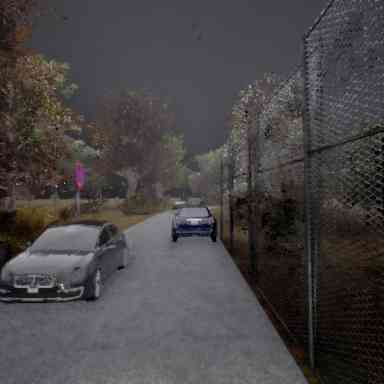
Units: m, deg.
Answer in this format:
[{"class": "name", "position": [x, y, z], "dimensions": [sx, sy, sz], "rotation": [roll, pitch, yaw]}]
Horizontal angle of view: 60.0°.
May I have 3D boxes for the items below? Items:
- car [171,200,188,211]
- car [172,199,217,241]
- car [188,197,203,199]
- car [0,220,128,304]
[{"class": "car", "position": [-1.788, 2.038, 50.102], "dimensions": [1.882, 1.535, 5.008], "rotation": [0, -1, 5]}, {"class": "car", "position": [0.098, 1.413, 17.100], "dimensions": [2.097, 1.767, 4.553], "rotation": [0, -1, 0]}, {"class": "car", "position": [0.469, 1.585, 39.478], "dimensions": [2.150, 2.045, 5.566], "rotation": [0, -1, 2]}, {"class": "car", "position": [-2.857, 1.521, 8.395], "dimensions": [1.837, 1.490, 4.892], "rotation": [0, 0, 0]}]
